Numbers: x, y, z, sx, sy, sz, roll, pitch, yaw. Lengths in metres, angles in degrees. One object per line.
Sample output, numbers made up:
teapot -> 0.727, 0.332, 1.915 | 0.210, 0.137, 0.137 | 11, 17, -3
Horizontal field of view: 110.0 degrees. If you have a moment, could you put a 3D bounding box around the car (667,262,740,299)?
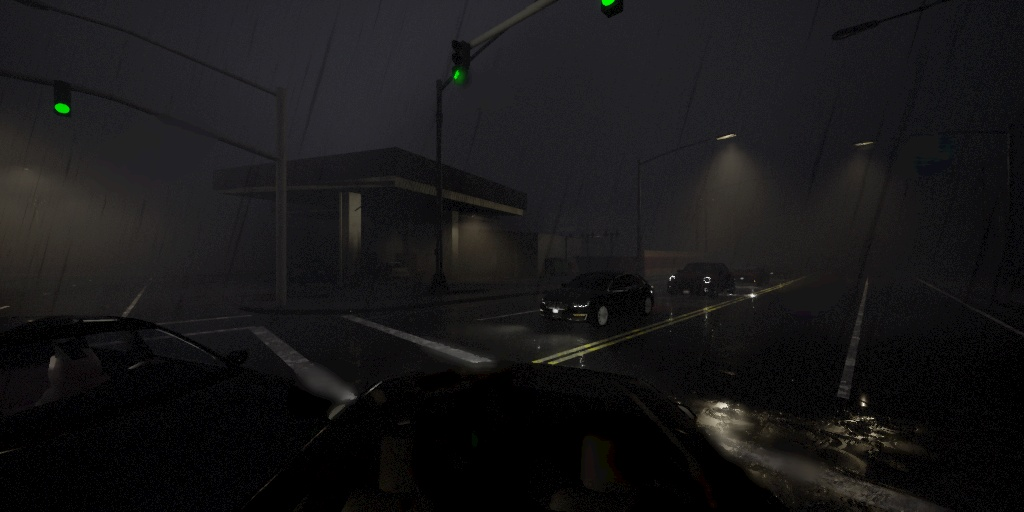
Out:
car -> 9.750, 1.102, 18.378 | 4.553, 1.767, 2.097 | 0, 0, -45

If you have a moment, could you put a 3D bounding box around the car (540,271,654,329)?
car -> 2.900, 1.255, 11.543 | 1.837, 1.490, 4.892 | 0, 0, 45

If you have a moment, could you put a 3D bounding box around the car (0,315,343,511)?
car -> -3.417, 1.242, 2.536 | 4.902, 1.511, 2.128 | 0, 0, 15

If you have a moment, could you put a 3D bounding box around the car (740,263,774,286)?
car -> 16.688, 1.314, 25.277 | 1.994, 1.385, 4.181 | 0, 0, 44

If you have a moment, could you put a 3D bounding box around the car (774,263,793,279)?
car -> 23.833, 1.314, 32.319 | 4.181, 1.385, 1.994 | 0, 0, -44
